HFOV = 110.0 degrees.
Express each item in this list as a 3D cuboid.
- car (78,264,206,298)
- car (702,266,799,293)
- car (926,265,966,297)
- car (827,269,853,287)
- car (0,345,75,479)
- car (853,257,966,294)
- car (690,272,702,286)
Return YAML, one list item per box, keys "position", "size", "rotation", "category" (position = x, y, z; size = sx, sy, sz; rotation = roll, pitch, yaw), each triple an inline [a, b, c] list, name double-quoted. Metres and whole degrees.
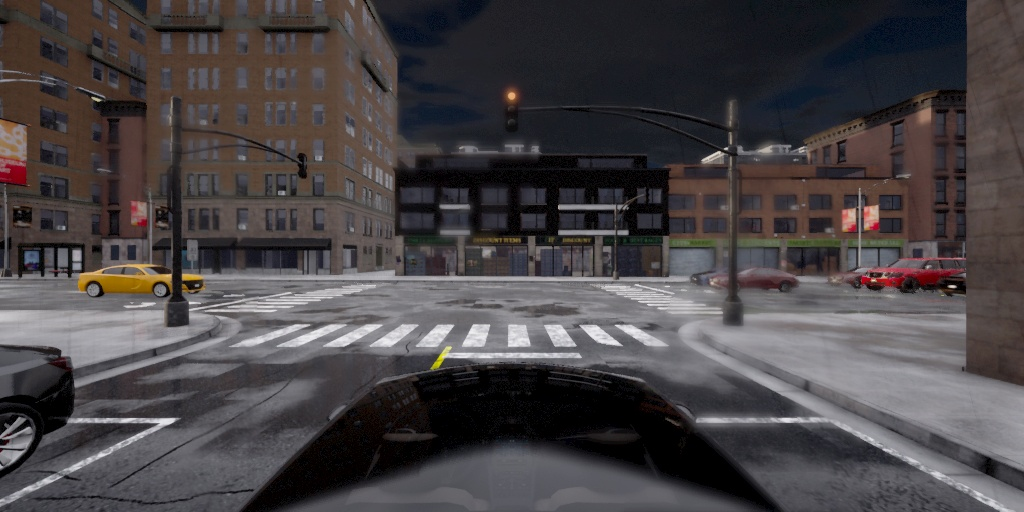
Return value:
- position: [-17.787, 1.149, 17.396]
  size: [5.008, 1.535, 1.882]
  rotation: [0, 0, 0]
  category: "car"
- position: [14.105, 1.354, 21.008]
  size: [4.674, 1.442, 1.812]
  rotation: [0, 0, 1]
  category: "car"
- position: [24.066, 1.358, 17.609]
  size: [5.008, 1.535, 1.882]
  rotation: [0, 0, 0]
  category: "car"
- position: [24.167, 1.407, 24.298]
  size: [4.674, 1.442, 1.812]
  rotation: [0, 0, 0]
  category: "car"
- position: [-5.387, 1.316, 1.910]
  size: [1.948, 1.339, 4.313]
  rotation: [0, 0, 0]
  category: "car"
- position: [23.999, 1.102, 21.043]
  size: [5.566, 2.045, 2.150]
  rotation: [0, 0, 0]
  category: "car"
- position: [14.405, 1.394, 24.260]
  size: [4.181, 1.385, 1.994]
  rotation: [0, 0, 0]
  category: "car"
